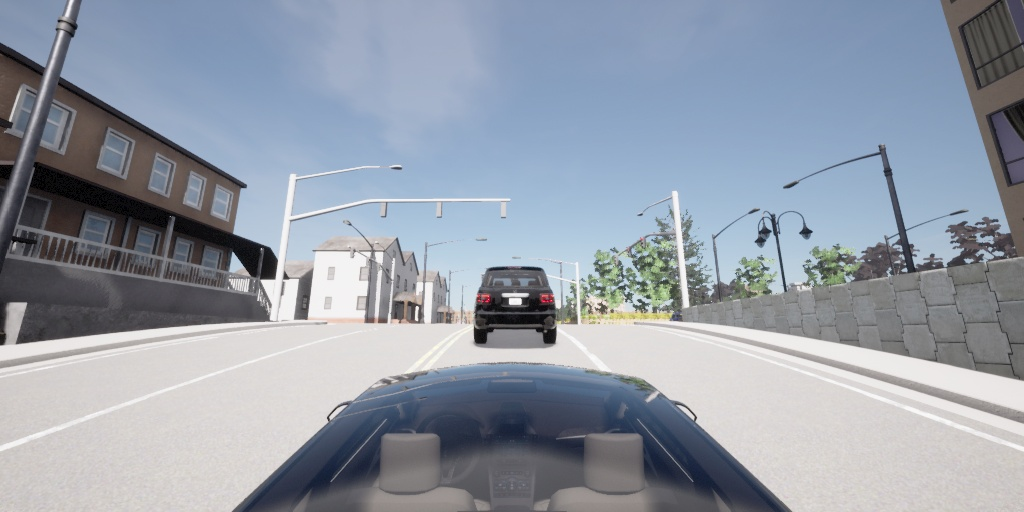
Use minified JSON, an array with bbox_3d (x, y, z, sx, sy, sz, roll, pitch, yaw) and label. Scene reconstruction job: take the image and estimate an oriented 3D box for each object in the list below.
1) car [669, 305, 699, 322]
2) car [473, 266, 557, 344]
[{"bbox_3d":[16.937,5.325,31.716,5.566,2.045,2.150,0,-12,1],"label":"car"},{"bbox_3d":[0.088,1.503,11.200,2.150,2.045,5.566,0,-7,0],"label":"car"}]
